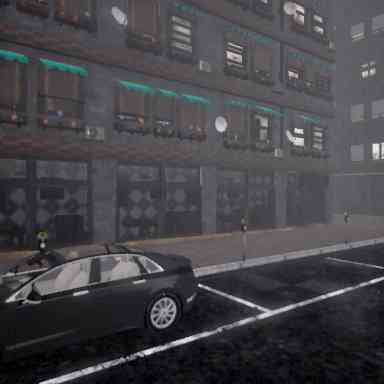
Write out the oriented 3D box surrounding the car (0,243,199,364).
[{"bbox_3d":[-1.928,1.548,5.181,4.403,1.369,2.008,0,0,-36],"label":"car"}]
